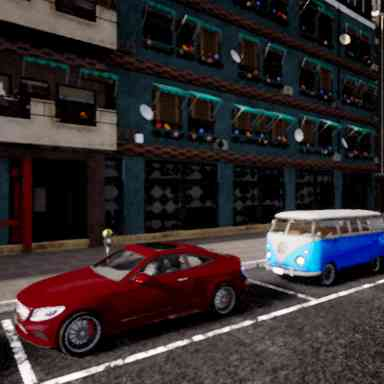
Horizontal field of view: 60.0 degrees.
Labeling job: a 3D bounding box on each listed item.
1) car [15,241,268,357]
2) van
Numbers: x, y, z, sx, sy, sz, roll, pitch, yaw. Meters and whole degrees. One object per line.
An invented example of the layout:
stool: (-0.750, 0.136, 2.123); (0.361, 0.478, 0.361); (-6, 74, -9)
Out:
car: (-0.811, 1.600, 5.986); (4.206, 1.307, 1.802); (0, -1, -35)
van: (3.801, 1.399, 9.275); (3.998, 1.788, 1.690); (0, -1, -35)
